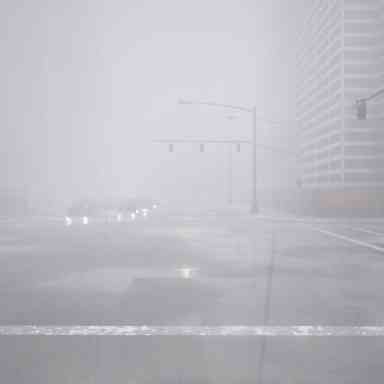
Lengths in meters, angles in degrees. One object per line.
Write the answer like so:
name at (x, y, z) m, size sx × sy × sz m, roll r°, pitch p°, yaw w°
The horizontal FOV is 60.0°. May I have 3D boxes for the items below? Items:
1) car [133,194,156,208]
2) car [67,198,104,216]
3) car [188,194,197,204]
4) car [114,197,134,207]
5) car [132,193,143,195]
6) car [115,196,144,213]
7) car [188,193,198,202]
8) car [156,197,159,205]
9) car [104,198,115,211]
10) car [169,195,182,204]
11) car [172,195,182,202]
car at (-7.001, 1.491, 48.181) m, size 2.128 × 1.511 × 4.902 m, roll 0°, pitch 0°, yaw 0°
car at (-10.572, 1.352, 32.716) m, size 2.097 × 1.767 × 4.553 m, roll 0°, pitch 0°, yaw 1°
car at (0.127, 1.547, 64.081) m, size 2.033 × 1.411 × 5.357 m, roll 0°, pitch 0°, yaw 0°
car at (-10.492, 1.547, 51.759) m, size 2.033 × 1.411 × 5.357 m, roll 0°, pitch 0°, yaw 0°
car at (-10.432, 1.477, 62.040) m, size 1.882 × 1.535 × 5.008 m, roll 0°, pitch 0°, yaw 0°
car at (-7.024, 1.505, 37.830) m, size 1.837 × 1.490 × 4.892 m, roll 0°, pitch 0°, yaw 0°
car at (0.148, 1.184, 74.335) m, size 2.097 × 1.767 × 4.553 m, roll 0°, pitch 0°, yaw 0°
car at (-6.963, 1.601, 58.505) m, size 1.895 × 1.301 × 4.718 m, roll 0°, pitch 0°, yaw 0°
car at (-10.514, 1.477, 41.848) m, size 1.882 × 1.535 × 5.008 m, roll 0°, pitch 0°, yaw 0°
car at (-3.373, 1.491, 64.088) m, size 2.128 × 1.511 × 4.902 m, roll 0°, pitch 0°, yaw 0°
car at (-3.352, 1.354, 74.372) m, size 2.128 × 1.511 × 4.902 m, roll 0°, pitch 0°, yaw 0°
